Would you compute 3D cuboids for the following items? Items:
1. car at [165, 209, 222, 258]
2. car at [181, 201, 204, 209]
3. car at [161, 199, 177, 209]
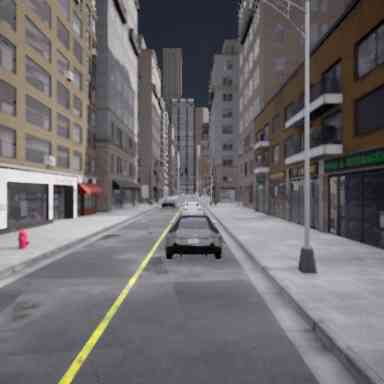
[{"bbox_3d":[0.069,1.568,12.841,1.994,1.385,4.181,0,0,0],"label":"car"},{"bbox_3d":[0.070,1.532,28.477,1.812,1.442,4.674,0,0,0],"label":"car"},{"bbox_3d":[-3.068,1.598,45.096,1.895,1.301,4.718,0,0,0],"label":"car"}]
